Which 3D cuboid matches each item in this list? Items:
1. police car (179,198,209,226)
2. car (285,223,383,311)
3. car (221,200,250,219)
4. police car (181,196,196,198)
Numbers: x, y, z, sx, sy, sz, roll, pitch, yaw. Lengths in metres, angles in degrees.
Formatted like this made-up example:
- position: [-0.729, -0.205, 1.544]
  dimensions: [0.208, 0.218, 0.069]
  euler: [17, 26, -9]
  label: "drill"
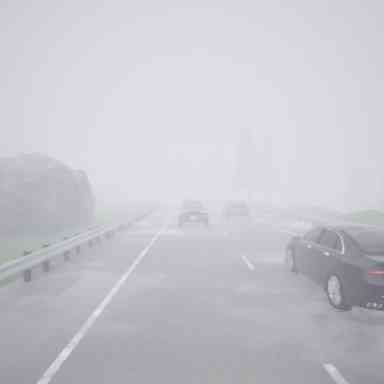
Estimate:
- position: [0.100, 1.422, 23.032]
  dimensions: [2.038, 1.542, 4.974]
  euler: [0, 0, 0]
  label: "police car"
- position: [3.602, 1.477, 7.695]
  dimensions: [1.837, 1.490, 4.892]
  euler: [0, 0, 0]
  label: "car"
- position: [3.563, 1.393, 27.753]
  dimensions: [2.128, 1.511, 4.902]
  euler: [0, 0, -1]
  label: "car"
- position: [-0.447, 1.277, 41.526]
  dimensions: [1.930, 1.638, 5.238]
  euler: [0, 0, -3]
  label: "police car"
